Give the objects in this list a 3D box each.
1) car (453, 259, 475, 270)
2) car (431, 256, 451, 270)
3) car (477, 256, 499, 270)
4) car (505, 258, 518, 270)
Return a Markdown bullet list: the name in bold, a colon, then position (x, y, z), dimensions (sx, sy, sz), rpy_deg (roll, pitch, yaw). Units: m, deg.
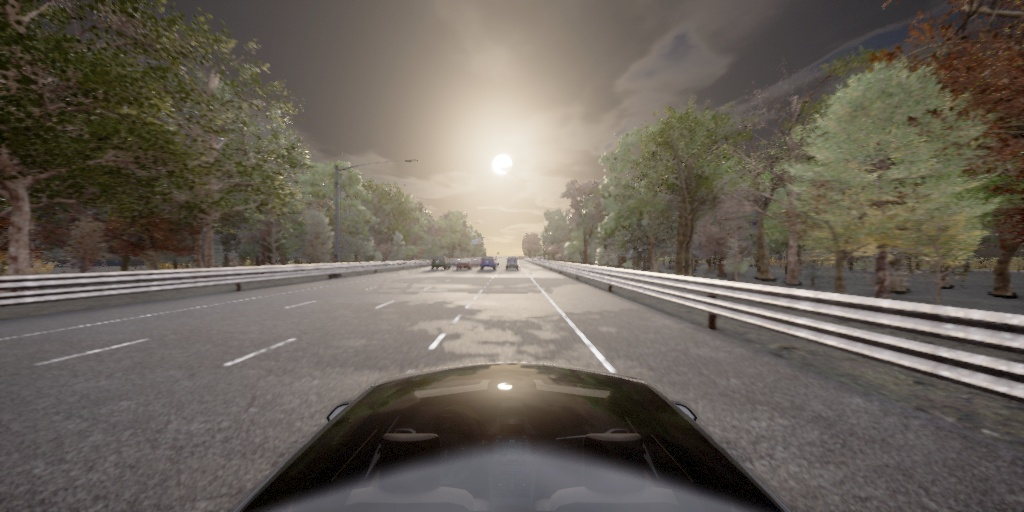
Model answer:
- **car**: position (-7.005, 1.259, 53.150), dimensions (1.882, 1.535, 5.008), rpy_deg (0, 0, 0)
- **car**: position (-10.505, 1.000, 53.123), dimensions (2.150, 2.045, 5.566), rpy_deg (0, 0, 0)
- **car**: position (-3.505, 0.998, 53.123), dimensions (2.150, 2.045, 5.566), rpy_deg (0, 0, 0)
- **car**: position (-0.005, 1.383, 53.543), dimensions (1.895, 1.301, 4.718), rpy_deg (0, 0, 0)
